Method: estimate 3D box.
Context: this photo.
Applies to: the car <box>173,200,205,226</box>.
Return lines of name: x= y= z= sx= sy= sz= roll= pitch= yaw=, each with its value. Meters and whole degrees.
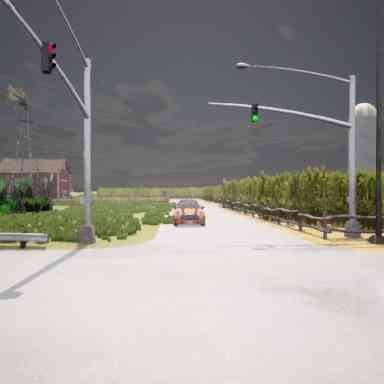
car: x=-0.241 y=1.387 z=23.721 sx=2.097 sy=1.767 sz=4.553 roll=0 pitch=0 yaw=-3

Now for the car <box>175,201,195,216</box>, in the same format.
car: x=-0.731 y=1.636 z=33.952 sx=1.895 sy=1.301 sz=4.718 roll=0 pitch=0 yaw=-3
